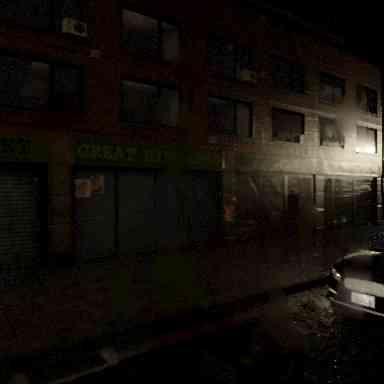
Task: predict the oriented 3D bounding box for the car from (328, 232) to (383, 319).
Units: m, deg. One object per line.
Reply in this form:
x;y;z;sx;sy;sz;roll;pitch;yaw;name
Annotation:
4.739;1.451;6.759;4.902;1.511;2.128;0;0;-35;car
